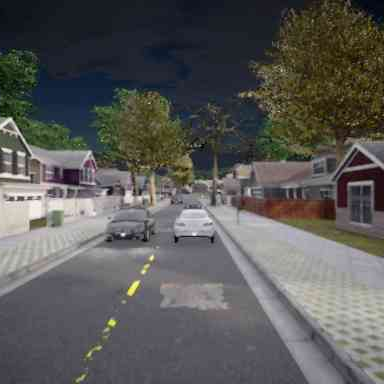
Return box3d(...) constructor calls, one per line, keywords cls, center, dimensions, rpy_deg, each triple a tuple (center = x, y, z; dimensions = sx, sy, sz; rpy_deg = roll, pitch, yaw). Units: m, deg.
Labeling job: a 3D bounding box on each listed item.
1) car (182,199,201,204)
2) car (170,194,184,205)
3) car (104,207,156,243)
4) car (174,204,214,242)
box3d(cls="car", center=(0.103, 1.641, 37.986), dimensions=(1.895, 1.301, 4.718), rpy_deg=(0, 0, 0))
box3d(cls="car", center=(-2.735, 1.425, 60.907), dimensions=(2.150, 2.045, 5.566), rpy_deg=(0, 0, 0))
box3d(cls="car", center=(-2.845, 1.513, 16.145), dimensions=(1.837, 1.490, 4.892), rpy_deg=(0, 0, 0))
box3d(cls="car", center=(0.099, 1.534, 16.394), dimensions=(1.812, 1.442, 4.674), rpy_deg=(0, 0, 0))
